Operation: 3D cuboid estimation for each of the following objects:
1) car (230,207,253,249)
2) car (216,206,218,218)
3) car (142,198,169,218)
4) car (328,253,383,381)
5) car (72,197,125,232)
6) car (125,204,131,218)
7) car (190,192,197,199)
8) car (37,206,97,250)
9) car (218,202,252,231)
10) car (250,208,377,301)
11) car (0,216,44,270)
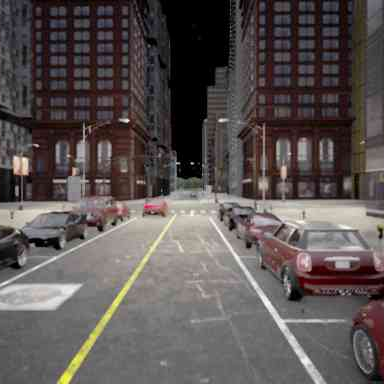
[{"bbox_3d":[2.844,1.504,13.872,1.802,1.307,4.206,0,0,0],"label":"car"},{"bbox_3d":[2.834,1.433,25.151,1.947,1.339,4.313,0,0,0],"label":"car"},{"bbox_3d":[-3.055,1.329,28.518,1.882,1.535,5.008,0,0,1],"label":"car"},{"bbox_3d":[2.853,1.566,2.593,1.802,1.307,4.206,0,0,0],"label":"car"},{"bbox_3d":[-5.687,1.208,19.505,2.192,1.841,5.009,0,0,0],"label":"car"},{"bbox_3d":[-5.690,1.449,25.146,1.802,1.307,4.206,0,0,0],"label":"car"},{"bbox_3d":[0.424,0.922,91.176,2.097,1.767,4.553,0,0,1],"label":"car"},{"bbox_3d":[-5.681,1.488,13.868,1.947,1.339,4.313,0,0,0],"label":"car"},{"bbox_3d":[2.839,1.459,19.511,1.947,1.339,4.313,0,0,0],"label":"car"},{"bbox_3d":[2.848,1.392,8.232,1.967,1.590,4.097,0,0,0],"label":"car"},{"bbox_3d":[-5.677,1.518,8.231,1.947,1.339,4.313,0,0,0],"label":"car"}]
